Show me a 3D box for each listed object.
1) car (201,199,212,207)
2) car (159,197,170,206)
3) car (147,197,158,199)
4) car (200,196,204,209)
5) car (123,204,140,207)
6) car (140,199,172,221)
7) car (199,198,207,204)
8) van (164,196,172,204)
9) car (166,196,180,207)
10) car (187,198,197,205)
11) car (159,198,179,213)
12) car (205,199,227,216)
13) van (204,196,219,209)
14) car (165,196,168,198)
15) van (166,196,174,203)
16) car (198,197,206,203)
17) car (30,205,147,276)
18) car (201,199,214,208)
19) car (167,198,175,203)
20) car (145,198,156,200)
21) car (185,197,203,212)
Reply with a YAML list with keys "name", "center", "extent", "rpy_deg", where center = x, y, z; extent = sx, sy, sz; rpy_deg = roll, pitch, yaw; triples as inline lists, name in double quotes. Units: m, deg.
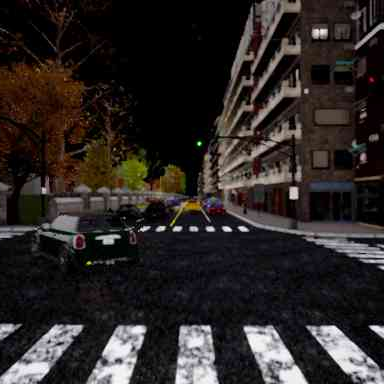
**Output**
- name: "car"
  center: [2.653, 2.006, 63.531]
  extent: [1.887, 1.381, 4.507]
  rpy_deg: [0, 0, 0]
- name: "car"
  center: [-5.730, 1.947, 69.157]
  extent: [1.967, 1.590, 4.097]
  rpy_deg: [0, 0, 0]
- name: "car"
  center: [-5.716, 1.643, 46.638]
  extent: [2.192, 1.841, 5.009]
  rpy_deg: [0, 0, 0]
- name: "car"
  center: [2.661, 1.812, 52.272]
  extent: [1.967, 1.590, 4.097]
  rpy_deg: [0, 0, 0]
- name: "car"
  center: [-5.706, 1.769, 29.745]
  extent: [1.947, 1.339, 4.313]
  rpy_deg: [0, 0, 0]
- name: "car"
  center: [-3.109, 1.683, 29.946]
  extent: [1.882, 1.535, 5.008]
  rpy_deg: [0, 0, 0]
- name: "car"
  center: [2.642, 2.146, 80.421]
  extent: [1.887, 1.381, 4.507]
  rpy_deg: [0, -1, 0]
- name: "van"
  center: [-5.738, 1.942, 80.418]
  extent: [1.690, 1.788, 3.998]
  rpy_deg: [0, 0, 0]
- name: "car"
  center: [-3.046, 1.983, 60.304]
  extent: [2.033, 1.411, 5.357]
  rpy_deg: [0, 0, 0]
- name: "car"
  center: [-0.041, 2.064, 69.710]
  extent: [1.994, 1.385, 4.181]
  rpy_deg: [0, 0, 0]
- name: "car"
  center: [-3.106, 1.836, 41.401]
  extent: [2.033, 1.411, 5.357]
  rpy_deg: [0, 0, 0]
- name: "car"
  center: [2.671, 1.789, 35.381]
  extent: [1.887, 1.381, 4.507]
  rpy_deg: [0, 0, 0]
- name: "van"
  center: [2.668, 1.627, 41.013]
  extent: [1.690, 1.788, 3.998]
  rpy_deg: [0, 0, 0]
- name: "car"
  center: [-5.727, 1.901, 63.528]
  extent: [1.967, 1.590, 4.097]
  rpy_deg: [0, 0, 0]
- name: "van"
  center: [-5.741, 1.991, 86.047]
  extent: [1.690, 1.788, 3.998]
  rpy_deg: [0, 0, 0]
- name: "car"
  center: [2.639, 2.090, 86.051]
  extent: [1.967, 1.590, 4.097]
  rpy_deg: [0, -1, 0]
- name: "car"
  center: [-3.632, 1.400, 10.848]
  extent: [2.097, 1.767, 4.553]
  rpy_deg: [1, -1, -38]
- name: "car"
  center: [2.656, 1.967, 57.901]
  extent: [2.008, 1.369, 4.403]
  rpy_deg: [0, 0, 0]
- name: "car"
  center: [-5.745, 2.251, 91.675]
  extent: [2.008, 1.369, 4.403]
  rpy_deg: [0, -1, 0]
- name: "car"
  center: [-5.712, 1.810, 40.837]
  extent: [1.752, 1.417, 4.829]
  rpy_deg: [0, 0, 0]
- name: "car"
  center: [0.072, 1.779, 43.086]
  extent: [1.882, 1.535, 5.008]
  rpy_deg: [0, 0, 0]
